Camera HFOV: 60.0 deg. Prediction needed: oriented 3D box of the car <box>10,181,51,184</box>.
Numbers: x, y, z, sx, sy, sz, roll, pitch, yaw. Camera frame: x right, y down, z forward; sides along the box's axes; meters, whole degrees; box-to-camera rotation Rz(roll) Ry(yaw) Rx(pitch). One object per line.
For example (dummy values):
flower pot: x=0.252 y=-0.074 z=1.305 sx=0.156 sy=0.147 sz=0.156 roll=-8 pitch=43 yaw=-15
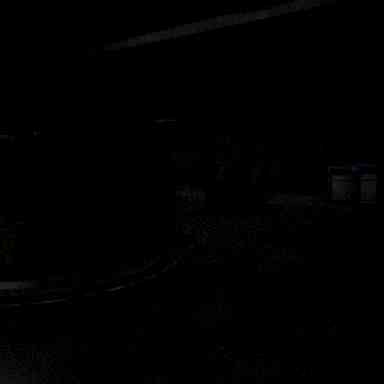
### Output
car: x=-17.244 y=-0.181 z=35.223 sx=3.866 sy=1.878 sz=1.905 roll=2 pitch=2 yaw=35

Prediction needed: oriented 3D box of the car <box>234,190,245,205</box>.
car: x=5.260 y=0.691 z=37.712 sx=1.812 sy=1.442 sz=4.674 roll=2 pitch=2 yaw=36

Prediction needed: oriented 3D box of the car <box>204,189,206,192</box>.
car: x=4.875 y=-0.314 z=65.613 sx=5.027 sy=1.636 sz=2.152 roll=2 pitch=2 yaw=35

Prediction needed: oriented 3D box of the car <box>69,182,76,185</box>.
car: x=-25.450 y=-1.285 z=68.081 sx=4.605 sy=1.855 sz=1.932 roll=2 pitch=2 yaw=35

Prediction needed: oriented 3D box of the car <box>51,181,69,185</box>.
car: x=-26.788 y=-1.260 z=65.469 sx=3.866 sy=1.878 sz=1.905 roll=2 pitch=2 yaw=35

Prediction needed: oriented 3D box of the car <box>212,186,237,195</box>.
car: x=6.641 y=-0.341 z=68.206 sx=4.514 sy=1.523 sz=2.007 roll=2 pitch=2 yaw=35

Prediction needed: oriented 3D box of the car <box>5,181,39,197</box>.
car: x=-21.776 y=-0.468 z=42.440 sx=4.605 sy=1.855 sz=1.932 roll=2 pitch=2 yaw=35
